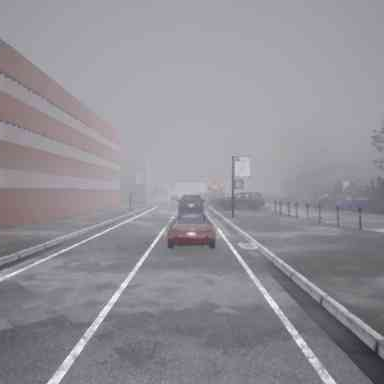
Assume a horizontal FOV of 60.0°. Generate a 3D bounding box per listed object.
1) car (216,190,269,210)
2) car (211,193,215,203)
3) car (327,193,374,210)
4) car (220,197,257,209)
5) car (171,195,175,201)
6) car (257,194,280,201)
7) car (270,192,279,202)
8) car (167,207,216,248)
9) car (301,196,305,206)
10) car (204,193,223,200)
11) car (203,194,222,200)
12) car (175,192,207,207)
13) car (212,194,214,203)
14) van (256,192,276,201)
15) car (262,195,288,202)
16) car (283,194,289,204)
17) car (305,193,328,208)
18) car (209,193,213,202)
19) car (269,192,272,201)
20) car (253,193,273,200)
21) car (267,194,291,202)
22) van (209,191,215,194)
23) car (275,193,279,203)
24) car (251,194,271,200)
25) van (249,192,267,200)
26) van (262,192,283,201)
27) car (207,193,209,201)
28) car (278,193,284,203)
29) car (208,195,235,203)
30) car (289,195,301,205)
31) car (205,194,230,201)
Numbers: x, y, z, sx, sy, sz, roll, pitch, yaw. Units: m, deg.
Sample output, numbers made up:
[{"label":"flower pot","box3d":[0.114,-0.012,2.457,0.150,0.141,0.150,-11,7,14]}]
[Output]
[{"label":"car","box3d":[6.127,1.130,41.119,5.566,2.045,2.435,0,0,-1]},{"label":"car","box3d":[5.890,1.404,55.246,4.674,1.452,2.002,0,0,-1]},{"label":"car","box3d":[18.716,1.248,38.615,4.553,1.767,2.185,0,1,-1]},{"label":"car","box3d":[6.099,1.420,43.944,4.674,1.452,2.002,0,0,-1]},{"label":"car","box3d":[-3.852,1.360,75.948,2.033,1.411,5.357,0,0,-1]},{"label":"car","box3d":[18.029,1.320,78.149,4.892,1.521,2.231,0,0,-1]},{"label":"car","box3d":[18.292,1.346,64.158,5.008,1.535,2.097,0,0,-1]},{"label":"car","box3d":[-0.023,1.568,14.656,1.994,1.385,4.181,0,0,0]},{"label":"car","box3d":[18.623,1.377,47.095,4.892,1.521,2.231,0,0,-1]},{"label":"car","box3d":[5.381,1.184,83.498,4.553,1.767,2.185,0,0,-1]},{"label":"car","box3d":[5.290,1.304,86.323,5.008,1.535,2.097,0,0,-1]},{"label":"car","box3d":[-0.093,1.250,29.690,2.150,2.045,5.566,0,0,0]},{"label":"car","box3d":[5.938,1.409,52.421,4.674,1.452,2.002,0,0,-1]},{"label":"van","box3d":[18.087,1.088,80.974,4.442,1.987,1.878,0,0,-1]},{"label":"car","box3d":[18.132,1.330,72.627,5.008,1.535,2.097,0,0,-1]},{"label":"car","box3d":[18.446,1.362,55.564,5.008,1.535,2.097,0,0,-1]},{"label":"car","box3d":[18.640,1.127,44.394,5.566,2.045,2.435,0,0,-1]},{"label":"car","box3d":[5.804,1.388,58.071,4.792,1.488,2.163,0,0,-1]},{"label":"car","box3d":[18.229,1.341,66.981,5.008,1.535,2.097,0,0,-1]},{"label":"car","box3d":[17.883,1.183,83.918,4.553,1.767,2.185,0,0,-1]},{"label":"car","box3d":[18.211,1.210,69.804,4.553,1.767,2.185,0,0,-1]},{"label":"van","box3d":[5.896,1.127,60.898,4.442,1.987,1.878,0,0,-1]},{"label":"car","box3d":[18.373,1.381,61.211,4.792,1.488,2.163,0,0,-1]},{"label":"car","box3d":[17.896,1.333,86.617,4.792,1.488,2.163,0,0,-1]},{"label":"van","box3d":[17.692,1.072,89.440,4.442,1.987,1.878,0,0,-1]},{"label":"van","box3d":[18.191,1.099,75.325,4.442,1.987,1.878,0,0,-1]},{"label":"car","box3d":[5.723,1.388,63.722,4.674,1.452,2.002,0,0,-1]},{"label":"car","box3d":[18.393,1.357,58.387,5.008,1.535,2.097,0,0,-1]},{"label":"car","box3d":[5.857,1.339,66.550,5.366,1.575,1.946,0,0,-1]},{"label":"car","box3d":[18.501,1.369,52.740,4.892,1.521,2.231,0,0,-1]},{"label":"car","box3d":[5.696,1.323,75.026,5.366,1.575,1.946,0,0,-1]}]
